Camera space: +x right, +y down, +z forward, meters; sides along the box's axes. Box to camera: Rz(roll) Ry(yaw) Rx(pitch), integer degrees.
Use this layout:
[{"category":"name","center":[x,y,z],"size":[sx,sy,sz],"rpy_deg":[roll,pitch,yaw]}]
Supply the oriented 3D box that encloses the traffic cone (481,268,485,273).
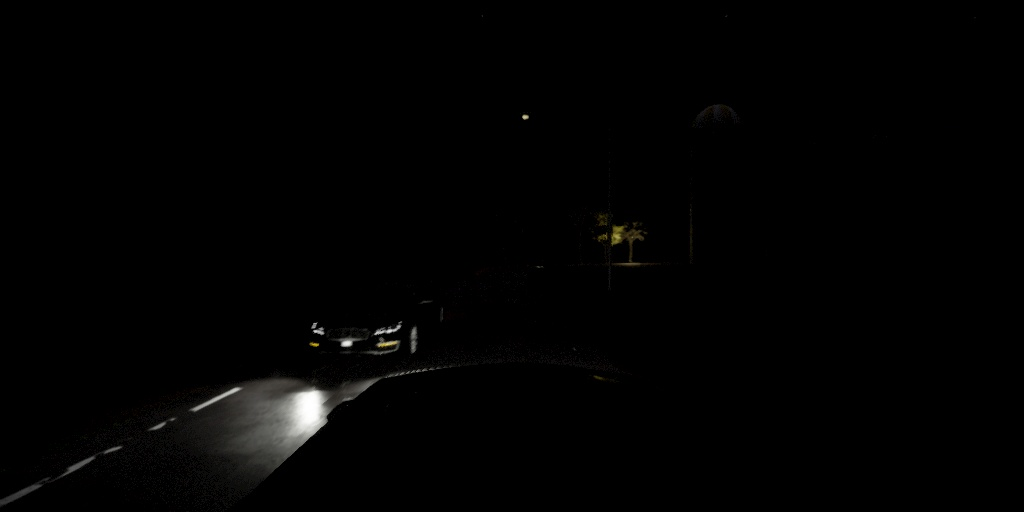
[{"category":"traffic cone","center":[-3.858,1.827,44.697],"size":[0.340,0.580,0.340],"rpy_deg":[0,0,0]}]

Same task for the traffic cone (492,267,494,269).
[{"category":"traffic cone","center":[-3.193,1.916,60.035],"size":[0.340,0.580,0.340],"rpy_deg":[0,0,9]}]

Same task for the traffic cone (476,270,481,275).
[{"category":"traffic cone","center":[-3.857,1.797,39.697],"size":[0.340,0.580,0.340],"rpy_deg":[0,0,0]}]

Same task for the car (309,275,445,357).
[{"category":"car","center":[-2.852,1.256,8.613],"size":[1.837,1.490,4.892],"rpy_deg":[0,0,0]}]
